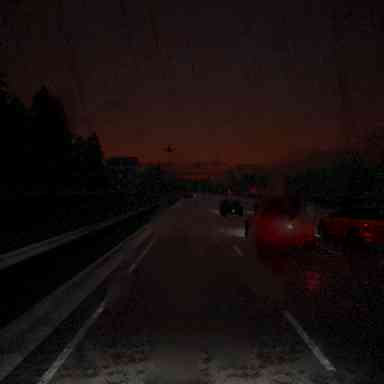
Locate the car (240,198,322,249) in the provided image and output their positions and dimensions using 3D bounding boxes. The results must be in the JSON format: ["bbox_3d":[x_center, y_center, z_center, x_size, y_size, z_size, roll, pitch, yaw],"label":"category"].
[{"bbox_3d":[3.595,1.318,14.399,2.097,1.767,4.553,0,0,0],"label":"car"}]

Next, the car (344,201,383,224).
[{"bbox_3d":[14.093,1.487,25.841,2.033,1.411,5.357,0,0,0],"label":"car"}]

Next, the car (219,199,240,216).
[{"bbox_3d":[3.593,1.419,31.159,2.128,1.511,4.902,0,0,0],"label":"car"}]

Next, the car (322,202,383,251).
[{"bbox_3d":[7.094,1.319,14.134,2.097,1.767,4.553,0,0,0],"label":"car"}]
